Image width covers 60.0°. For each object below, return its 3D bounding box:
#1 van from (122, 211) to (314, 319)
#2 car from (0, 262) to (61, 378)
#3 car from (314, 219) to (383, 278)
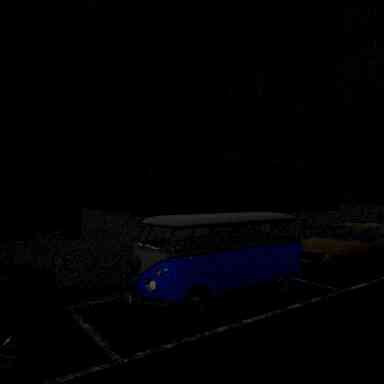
[{"bbox_3d":[0.592,1.341,7.075,3.998,1.788,1.690,0,0,-36],"label":"van"},{"bbox_3d":[-3.834,1.566,3.916,4.313,1.339,1.947,0,0,-36],"label":"car"},{"bbox_3d":[4.880,1.526,10.135,4.829,1.417,1.752,0,0,-36],"label":"car"}]
